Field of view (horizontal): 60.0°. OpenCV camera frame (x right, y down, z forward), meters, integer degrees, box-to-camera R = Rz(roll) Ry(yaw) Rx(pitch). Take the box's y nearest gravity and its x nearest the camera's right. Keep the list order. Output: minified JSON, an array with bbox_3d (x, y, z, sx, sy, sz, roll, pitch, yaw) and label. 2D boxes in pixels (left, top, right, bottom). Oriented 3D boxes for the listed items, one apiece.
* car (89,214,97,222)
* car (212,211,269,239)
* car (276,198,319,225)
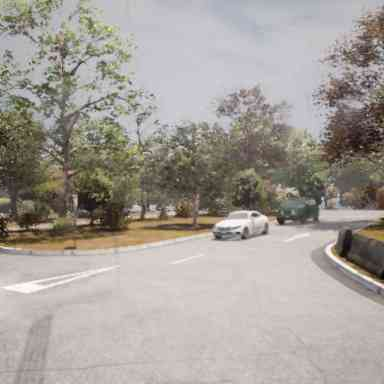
[{"bbox_3d":[-10.205,2.830,40.547,1.895,1.301,4.718,-5,-2,36],"label":"car"},{"bbox_3d":[2.909,1.814,19.074,1.812,1.442,4.674,-5,-3,34],"label":"car"},{"bbox_3d":[8.825,1.539,27.573,2.150,2.045,5.566,-5,-3,35],"label":"car"}]
